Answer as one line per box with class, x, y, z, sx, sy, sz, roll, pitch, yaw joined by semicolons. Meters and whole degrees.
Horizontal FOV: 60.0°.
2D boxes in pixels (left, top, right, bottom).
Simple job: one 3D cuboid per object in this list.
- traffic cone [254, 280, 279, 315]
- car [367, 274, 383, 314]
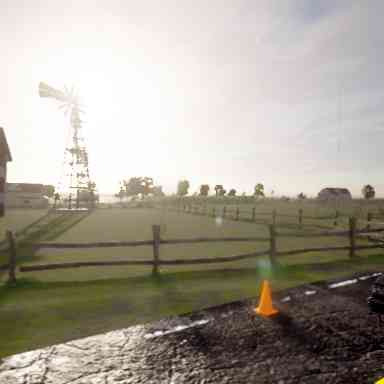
traffic cone;1.431;1.998;6.392;0.340;0.580;0.340;1;0;-35
car;5.665;1.621;6.635;5.357;1.411;2.033;1;0;-36
